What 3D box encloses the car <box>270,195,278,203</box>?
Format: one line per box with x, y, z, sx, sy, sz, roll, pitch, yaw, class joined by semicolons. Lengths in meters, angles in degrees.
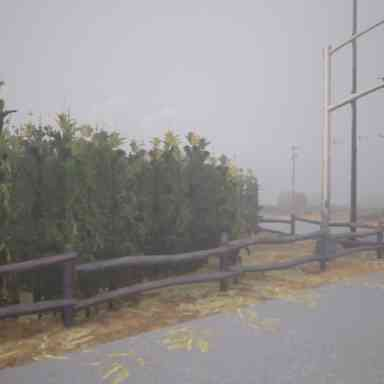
21.847;1.893;88.604;1.905;1.878;3.866;6;3;11;car
